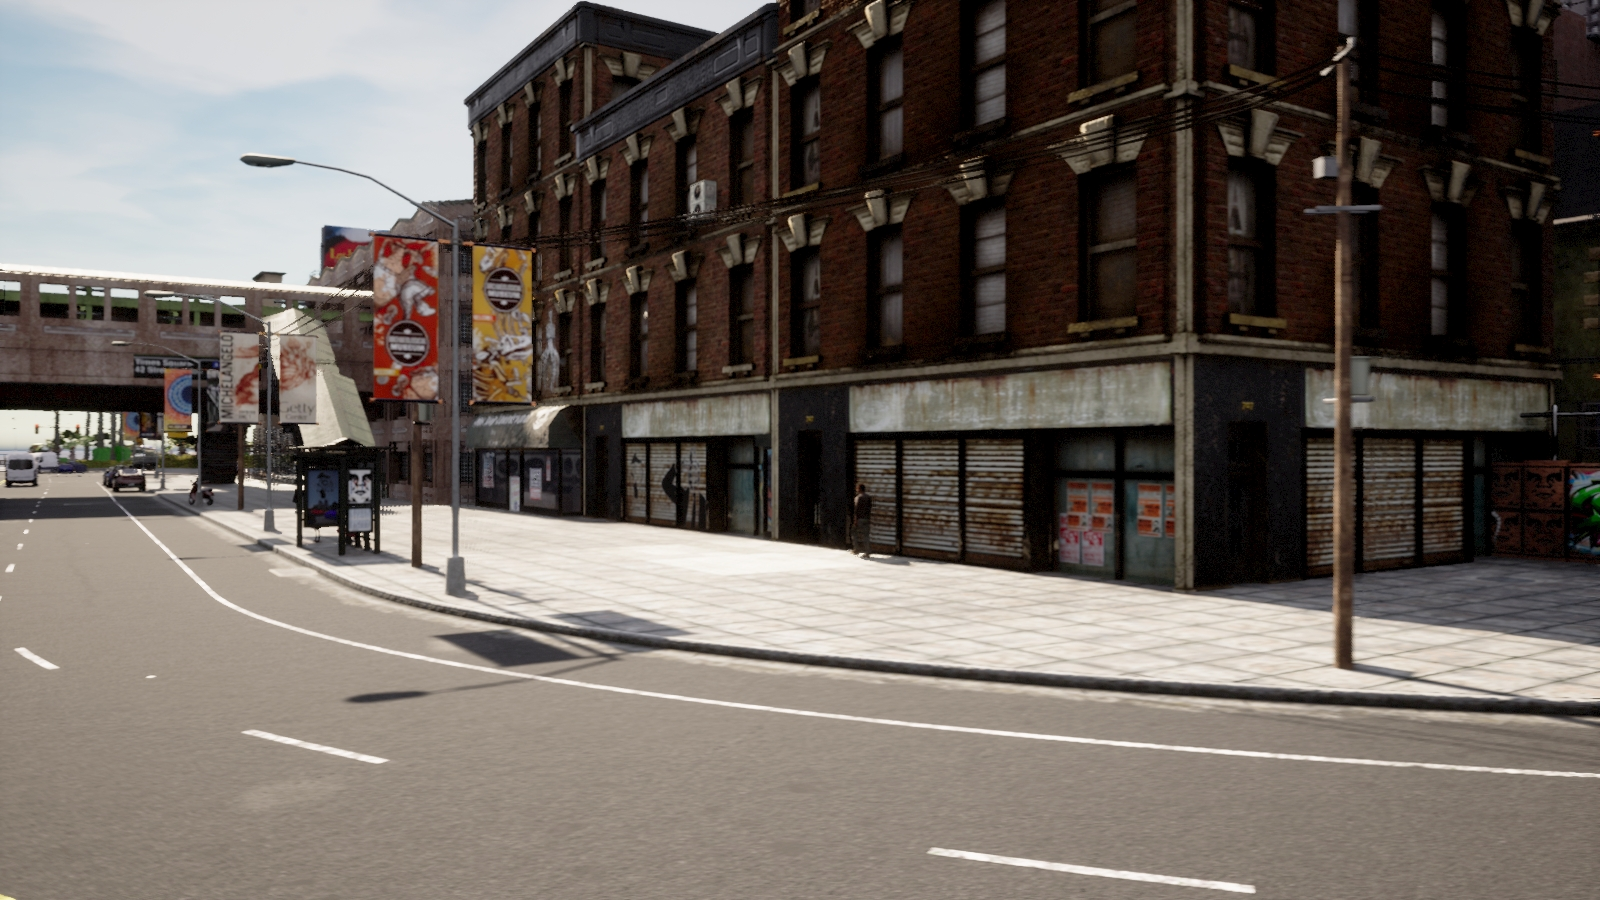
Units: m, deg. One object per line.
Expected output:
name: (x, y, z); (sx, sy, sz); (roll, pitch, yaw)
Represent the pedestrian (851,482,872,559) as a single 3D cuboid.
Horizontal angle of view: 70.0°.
pedestrian: (1.502, 1.714, 27.899); (0.375, 1.860, 0.375); (0, 0, -37)
